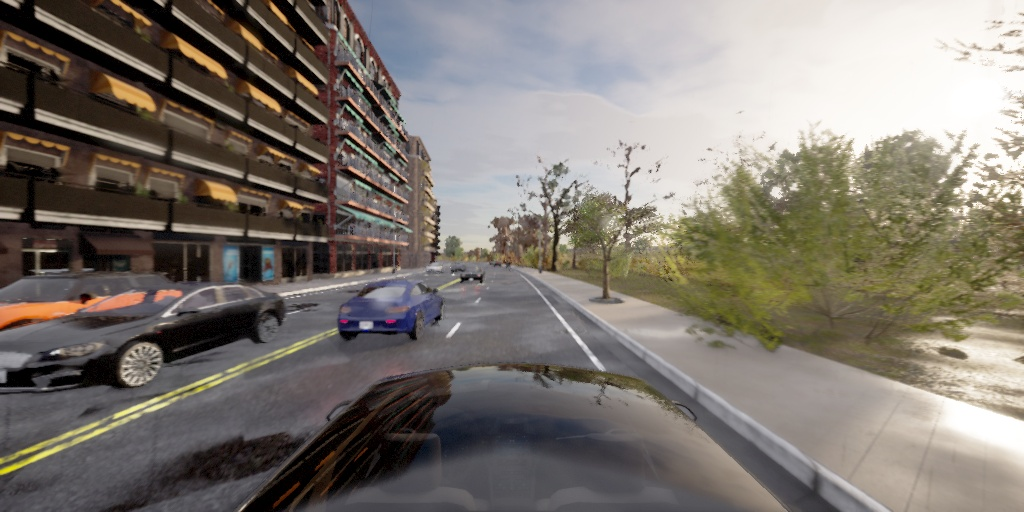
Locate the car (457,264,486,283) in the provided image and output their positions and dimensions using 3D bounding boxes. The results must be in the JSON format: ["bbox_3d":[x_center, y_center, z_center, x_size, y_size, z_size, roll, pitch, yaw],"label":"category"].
[{"bbox_3d":[-3.290,1.605,30.831,1.895,1.301,4.718,0,0,-1],"label":"car"}]

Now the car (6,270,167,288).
[{"bbox_3d":[-9.851,1.157,7.939,2.097,1.767,4.553,0,0,0],"label":"car"}]

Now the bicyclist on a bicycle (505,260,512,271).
[{"bbox_3d":[-0.438,1.626,60.839,0.659,1.776,1.843,0,0,-4],"label":"bicyclist on a bicycle"}]

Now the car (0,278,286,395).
[{"bbox_3d":[-6.600,1.288,7.006,2.128,1.511,4.902,0,0,0],"label":"car"}]

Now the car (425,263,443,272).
[{"bbox_3d":[-10.542,1.686,48.768,1.812,1.442,4.674,0,0,-2],"label":"car"}]

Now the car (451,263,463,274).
[{"bbox_3d":[-7.330,1.732,49.863,1.994,1.385,4.181,0,0,-2],"label":"car"}]

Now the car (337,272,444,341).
[{"bbox_3d":[-3.149,1.348,10.059,1.812,1.442,4.674,0,0,0],"label":"car"}]
